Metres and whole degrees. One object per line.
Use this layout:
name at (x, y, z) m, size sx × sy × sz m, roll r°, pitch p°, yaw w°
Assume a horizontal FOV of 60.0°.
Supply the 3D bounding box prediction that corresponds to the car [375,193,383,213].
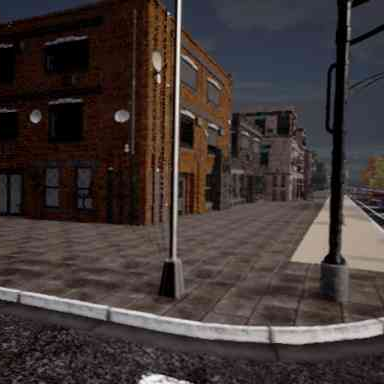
car at (17.504, 1.018, 29.080) m, size 1.812 × 1.442 × 4.674 m, roll 2°, pitch 2°, yaw 23°

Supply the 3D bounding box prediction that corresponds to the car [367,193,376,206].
car at (21.712, 0.835, 38.793) m, size 1.812 × 1.442 × 4.674 m, roll 2°, pitch 2°, yaw 23°
